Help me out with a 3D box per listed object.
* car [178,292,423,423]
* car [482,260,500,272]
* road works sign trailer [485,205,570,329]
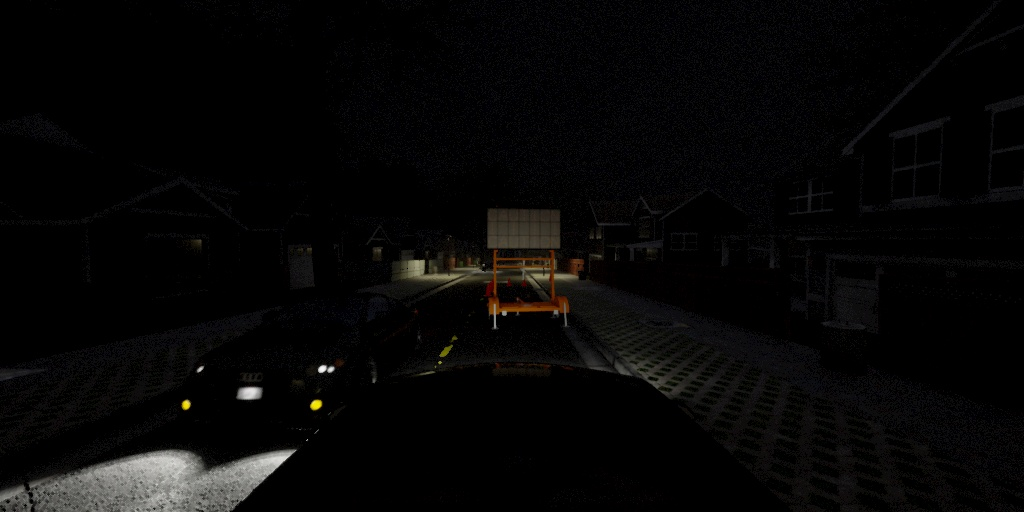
[{"bbox_3d":[-2.854,1.311,5.891,1.994,1.385,4.181,0,0,0],"label":"car"},{"bbox_3d":[-2.894,1.304,47.065,1.812,1.442,4.674,0,0,0],"label":"car"},{"bbox_3d":[0.351,0.209,11.333,2.380,3.560,2.880,0,0,-7],"label":"road works sign trailer"}]
